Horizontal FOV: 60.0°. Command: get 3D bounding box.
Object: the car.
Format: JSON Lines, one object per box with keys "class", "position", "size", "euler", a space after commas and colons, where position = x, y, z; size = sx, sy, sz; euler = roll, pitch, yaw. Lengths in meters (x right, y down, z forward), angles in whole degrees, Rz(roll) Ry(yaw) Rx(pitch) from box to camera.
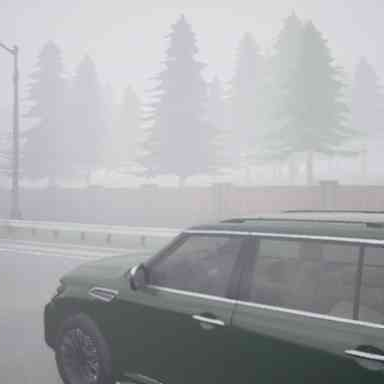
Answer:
{"class": "car", "position": [0.820, 1.217, 3.408], "size": [5.566, 2.045, 2.150], "euler": [0, 0, 35]}
